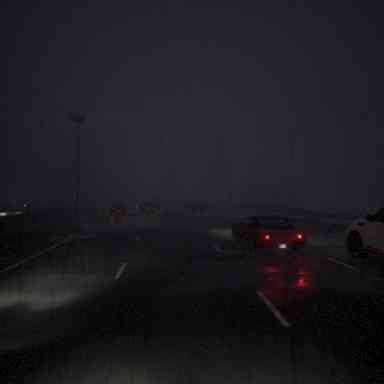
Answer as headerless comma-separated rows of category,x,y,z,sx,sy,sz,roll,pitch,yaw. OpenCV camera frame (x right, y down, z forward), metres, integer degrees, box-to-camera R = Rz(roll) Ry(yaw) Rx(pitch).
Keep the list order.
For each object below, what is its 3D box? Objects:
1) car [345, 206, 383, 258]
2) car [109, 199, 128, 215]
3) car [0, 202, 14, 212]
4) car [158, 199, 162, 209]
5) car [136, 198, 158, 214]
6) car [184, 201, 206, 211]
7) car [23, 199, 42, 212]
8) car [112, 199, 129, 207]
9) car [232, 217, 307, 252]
car,6.874,1.281,9.995,2.150,2.045,5.566,0,0,-4
car,-8.492,1.860,37.973,1.812,1.442,4.674,0,0,-15
car,-25.535,2.049,45.162,1.895,1.301,4.718,0,0,-19
car,-6.497,1.816,54.783,2.097,1.767,4.553,0,0,-20
car,-5.890,1.833,41.665,1.882,1.535,5.008,0,-1,-16
car,0.269,1.974,46.455,1.895,1.301,4.718,0,0,-18
car,-22.444,1.804,46.837,2.097,1.767,4.553,0,-1,-19
car,-13.663,2.045,63.153,2.128,1.511,4.902,0,-1,-25
car,3.082,1.707,14.409,1.895,1.301,4.718,0,0,-6
